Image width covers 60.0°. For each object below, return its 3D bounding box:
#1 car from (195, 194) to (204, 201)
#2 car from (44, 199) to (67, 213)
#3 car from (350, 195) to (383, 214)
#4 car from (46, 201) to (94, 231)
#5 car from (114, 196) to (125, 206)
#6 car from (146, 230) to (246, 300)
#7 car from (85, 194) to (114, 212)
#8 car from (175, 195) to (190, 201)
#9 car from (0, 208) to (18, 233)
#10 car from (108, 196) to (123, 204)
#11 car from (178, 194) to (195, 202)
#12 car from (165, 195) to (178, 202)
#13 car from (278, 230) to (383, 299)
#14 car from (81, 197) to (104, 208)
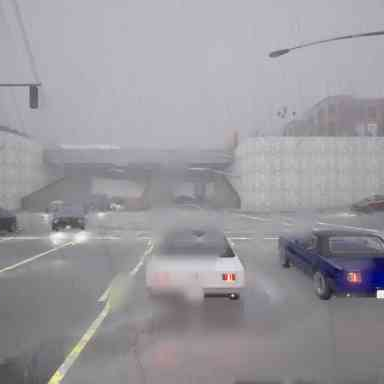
[{"bbox_3d":[1.433,1.355,85.463,2.097,1.767,4.553,0,0,28],"label":"car"},{"bbox_3d":[-14.435,1.525,36.177,1.812,1.442,4.674,0,0,-4],"label":"car"},{"bbox_3d":[15.822,0.973,28.456,4.181,1.385,1.994,-7,0,0],"label":"car"},{"bbox_3d":[-7.492,1.547,20.874,2.033,1.411,5.357,0,0,-15],"label":"car"},{"bbox_3d":[-11.536,1.564,55.980,1.994,1.385,4.181,0,0,-1],"label":"car"},{"bbox_3d":[0.084,1.601,8.351,1.895,1.301,4.718,0,0,0],"label":"car"},{"bbox_3d":[-11.115,1.221,39.246,2.150,2.045,5.566,0,0,-2],"label":"car"},{"bbox_3d":[-2.368,1.478,85.429,1.882,1.535,5.008,0,0,24],"label":"car"},{"bbox_3d":[-10.638,1.526,16.978,1.812,1.442,4.674,0,0,-3],"label":"car"},{"bbox_3d":[-15.218,1.496,66.451,2.128,1.511,4.902,0,0,-1],"label":"car"},{"bbox_3d":[-1.224,1.525,75.459,2.128,1.511,4.902,0,0,6],"label":"car"},{"bbox_3d":[-4.725,1.355,75.563,2.097,1.767,4.553,0,0,6],"label":"car"},{"bbox_3d":[3.584,1.601,8.360,1.895,1.301,4.718,0,0,0],"label":"car"},{"bbox_3d":[-14.913,1.547,50.355,2.033,1.411,5.357,0,0,-1],"label":"car"}]
